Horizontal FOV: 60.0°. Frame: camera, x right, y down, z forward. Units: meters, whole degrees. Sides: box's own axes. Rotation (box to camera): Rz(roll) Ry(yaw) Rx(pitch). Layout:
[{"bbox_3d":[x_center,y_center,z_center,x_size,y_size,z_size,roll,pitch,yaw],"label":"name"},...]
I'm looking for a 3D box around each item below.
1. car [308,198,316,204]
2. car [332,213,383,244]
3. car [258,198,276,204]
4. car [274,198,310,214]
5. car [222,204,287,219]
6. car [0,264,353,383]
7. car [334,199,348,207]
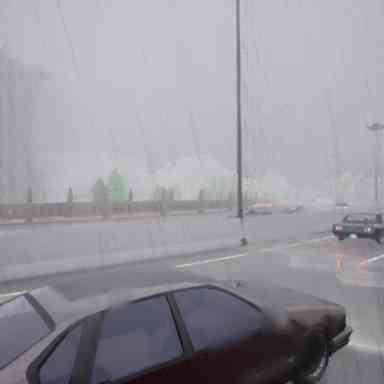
[{"bbox_3d":[25.832,1.941,72.308,1.812,1.442,4.674,-1,0,12],"label":"car"},{"bbox_3d":[8.634,1.657,16.149,1.895,1.301,4.718,0,0,45],"label":"car"},{"bbox_3d":[9.013,1.564,39.131,2.097,1.767,4.553,-1,-1,33],"label":"car"},{"bbox_3d":[10.615,1.701,35.236,1.812,1.442,4.674,0,0,34],"label":"car"},{"bbox_3d":[3.990,1.700,21.652,1.895,1.301,4.718,0,0,44],"label":"car"},{"bbox_3d":[-0.427,1.564,3.585,5.357,1.411,2.033,0,0,-37],"label":"car"},{"bbox_3d":[25.575,1.833,57.152,2.033,1.411,5.357,-1,0,19],"label":"car"}]
